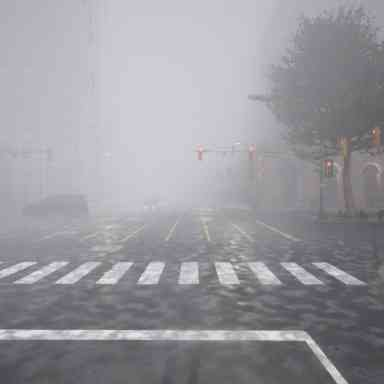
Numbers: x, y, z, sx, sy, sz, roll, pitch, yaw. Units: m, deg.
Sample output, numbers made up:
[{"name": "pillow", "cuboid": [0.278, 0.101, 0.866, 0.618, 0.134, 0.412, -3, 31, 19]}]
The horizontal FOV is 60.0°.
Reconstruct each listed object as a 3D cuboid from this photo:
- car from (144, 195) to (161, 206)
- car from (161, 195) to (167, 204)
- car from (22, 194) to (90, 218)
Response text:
[{"name": "car", "cuboid": [-6.759, 1.478, 55.190, 1.882, 1.535, 5.008, 0, 0, 1]}, {"name": "car", "cuboid": [-6.674, 1.352, 64.256, 2.097, 1.767, 4.553, 0, 0, 1]}, {"name": "car", "cuboid": [-11.981, 1.221, 29.541, 5.566, 2.045, 2.150, 0, 0, 0]}]
